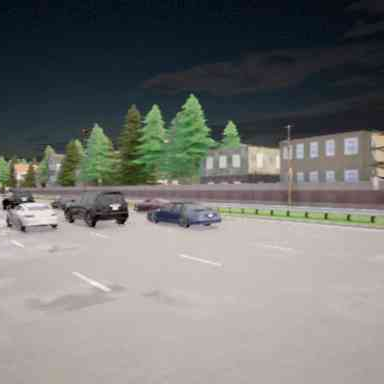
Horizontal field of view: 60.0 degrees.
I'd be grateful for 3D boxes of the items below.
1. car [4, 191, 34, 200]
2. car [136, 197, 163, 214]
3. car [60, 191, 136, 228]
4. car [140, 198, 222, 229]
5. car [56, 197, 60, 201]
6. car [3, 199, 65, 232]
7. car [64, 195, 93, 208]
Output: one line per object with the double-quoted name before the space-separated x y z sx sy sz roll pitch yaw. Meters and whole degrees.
"car" -18.792 0.895 36.030 2.150 2.045 5.566 -1 1 -40
"car" -3.105 1.164 28.114 1.812 1.442 4.674 -1 1 -40
"car" -5.992 0.990 20.630 2.150 2.045 5.566 -1 1 -40
"car" -0.624 1.280 19.654 2.033 1.411 5.357 -1 1 -40
"car" -13.226 1.187 34.817 2.033 1.411 5.357 -1 1 -40
"car" -9.100 1.346 18.902 1.812 1.442 4.674 -1 1 -40
"car" -14.198 1.121 41.463 1.994 1.385 4.181 -1 1 -40
